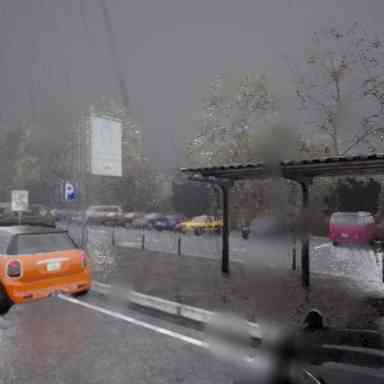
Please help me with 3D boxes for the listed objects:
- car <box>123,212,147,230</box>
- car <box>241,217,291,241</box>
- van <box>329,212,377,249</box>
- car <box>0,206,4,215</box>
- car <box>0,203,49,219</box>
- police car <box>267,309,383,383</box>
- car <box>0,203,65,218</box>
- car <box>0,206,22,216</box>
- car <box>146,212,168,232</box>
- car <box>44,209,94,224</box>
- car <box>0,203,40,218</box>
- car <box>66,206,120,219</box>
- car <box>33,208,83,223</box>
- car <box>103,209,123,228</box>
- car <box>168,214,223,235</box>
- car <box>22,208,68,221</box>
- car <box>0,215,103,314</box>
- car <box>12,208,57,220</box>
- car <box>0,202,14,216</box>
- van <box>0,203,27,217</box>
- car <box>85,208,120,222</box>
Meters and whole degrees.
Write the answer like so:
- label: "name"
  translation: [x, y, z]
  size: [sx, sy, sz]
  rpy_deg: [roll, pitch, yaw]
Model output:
- label: "car"
  translation: [-3.382, 2.623, 30.223]
  size: [2.231, 1.521, 4.892]
  rpy_deg: [-1, -3, 38]
- label: "car"
  translation: [5.294, 2.520, 23.295]
  size: [2.163, 1.488, 4.792]
  rpy_deg: [-1, -3, 38]
- label: "van"
  translation: [9.737, 2.205, 19.971]
  size: [1.878, 1.987, 4.442]
  rpy_deg: [-1, -3, 38]
- label: "car"
  translation: [-33.851, 2.963, 54.349]
  size: [2.163, 1.488, 4.792]
  rpy_deg: [0, -2, 38]
- label: "car"
  translation: [-22.974, 2.623, 45.731]
  size: [2.435, 2.045, 5.566]
  rpy_deg: [0, -3, 38]
- label: "police car"
  translation: [3.123, 1.569, 2.271]
  size: [5.238, 1.638, 1.930]
  rpy_deg: [-1, -3, 38]
- label: "car"
  translation: [-10.844, 1.838, 19.429]
  size: [2.435, 2.045, 5.566]
  rpy_deg: [-1, -3, 38]
- label: "car"
  translation: [-29.369, 2.917, 51.067]
  size: [1.946, 1.575, 5.366]
  rpy_deg: [0, -2, 38]
- label: "car"
  translation: [-1.194, 2.620, 28.515]
  size: [2.163, 1.488, 4.792]
  rpy_deg: [-1, -3, 38]
- label: "car"
  translation: [-14.263, 2.782, 38.838]
  size: [2.097, 1.535, 5.008]
  rpy_deg: [-1, -3, 38]
- label: "car"
  translation: [-25.113, 2.641, 47.502]
  size: [2.435, 2.045, 5.566]
  rpy_deg: [0, -2, 38]
- label: "car"
  translation: [-9.924, 2.468, 35.379]
  size: [2.435, 2.045, 5.566]
  rpy_deg: [-1, -3, 38]
- label: "car"
  translation: [-16.321, 2.815, 40.712]
  size: [1.946, 1.575, 5.366]
  rpy_deg: [-1, -3, 38]
- label: "car"
  translation: [-5.557, 2.655, 31.947]
  size: [2.097, 1.535, 5.008]
  rpy_deg: [-1, -3, 38]
- label: "car"
  translation: [0.847, 2.546, 26.624]
  size: [1.946, 1.575, 5.366]
  rpy_deg: [-1, -3, 38]
- label: "car"
  translation: [-18.626, 2.867, 42.266]
  size: [2.163, 1.488, 4.792]
  rpy_deg: [0, -3, 38]
- label: "car"
  translation: [-4.601, 1.627, 8.415]
  size: [4.553, 1.767, 2.097]
  rpy_deg: [-1, -3, 38]
- label: "car"
  translation: [-20.770, 2.888, 44.042]
  size: [2.163, 1.488, 4.792]
  rpy_deg: [0, -3, 38]
- label: "car"
  translation: [-31.636, 2.674, 52.678]
  size: [2.435, 2.045, 5.566]
  rpy_deg: [0, -2, 38]
- label: "van"
  translation: [-27.234, 2.681, 49.296]
  size: [1.878, 1.987, 4.442]
  rpy_deg: [0, -2, 38]
- label: "car"
  translation: [-7.732, 2.687, 33.671]
  size: [2.097, 1.535, 5.008]
  rpy_deg: [-1, -3, 38]
